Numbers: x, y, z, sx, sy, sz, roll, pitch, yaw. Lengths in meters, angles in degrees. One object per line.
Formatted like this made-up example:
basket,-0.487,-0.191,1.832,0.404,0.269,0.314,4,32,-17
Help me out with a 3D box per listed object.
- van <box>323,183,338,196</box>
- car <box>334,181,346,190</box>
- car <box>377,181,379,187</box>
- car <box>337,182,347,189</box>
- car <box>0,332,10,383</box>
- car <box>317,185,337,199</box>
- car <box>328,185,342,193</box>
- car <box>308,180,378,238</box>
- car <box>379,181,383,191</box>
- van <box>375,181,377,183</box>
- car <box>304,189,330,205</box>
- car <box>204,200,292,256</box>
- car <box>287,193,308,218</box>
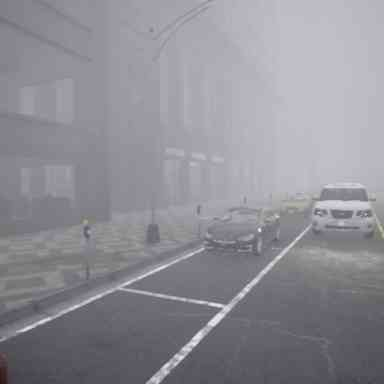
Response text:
van,19.395,-0.387,46.595,1.690,1.788,3.998,1,2,26
car,31.907,-1.382,71.760,2.192,1.841,5.009,1,3,26
car,39.545,-1.090,67.983,2.008,1.369,4.403,1,3,26
car,36.912,-1.646,81.832,1.967,1.590,4.097,1,3,26
car,-3.128,1.525,1.301,1.887,1.381,4.507,1,2,26
car,16.893,-0.095,41.566,1.967,1.590,4.097,1,2,26
car,24.400,-0.549,56.670,1.947,1.339,4.313,1,2,26
car,6.680,0.669,14.640,2.150,2.045,5.566,0,3,26
car,37.043,-0.902,62.949,1.887,1.381,4.507,1,3,26
van,47.053,-1.884,83.075,1.690,1.788,3.998,1,3,26
car,11.887,0.431,31.504,1.802,1.307,4.206,1,2,26
car,1.877,1.157,11.368,2.008,1.369,4.403,1,2,26
car,6.806,0.761,21.282,1.752,1.417,4.829,1,2,26
